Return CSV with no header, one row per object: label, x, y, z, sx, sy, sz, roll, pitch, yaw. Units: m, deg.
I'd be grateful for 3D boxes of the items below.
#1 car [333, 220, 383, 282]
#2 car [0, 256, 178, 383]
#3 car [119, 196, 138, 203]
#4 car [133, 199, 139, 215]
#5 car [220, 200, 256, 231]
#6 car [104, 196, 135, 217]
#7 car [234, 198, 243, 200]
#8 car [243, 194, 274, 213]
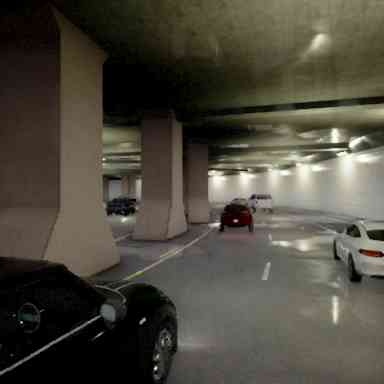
car,5.197,1.525,9.355,1.812,1.442,4.674,0,0,16
car,-1.756,1.352,2.832,2.097,1.767,4.553,0,0,19
car,-13.066,1.541,68.354,1.994,1.385,4.181,0,0,-44
car,-3.437,1.522,28.683,1.812,1.442,4.674,0,0,4
car,2.857,1.475,20.962,1.882,1.535,5.008,0,0,9
car,-6.758,1.348,31.269,2.097,1.767,4.553,0,0,2
car,6.901,1.519,47.791,1.812,1.442,4.674,0,0,-8
car,7.540,1.216,37.092,2.150,2.045,5.566,0,0,-1
